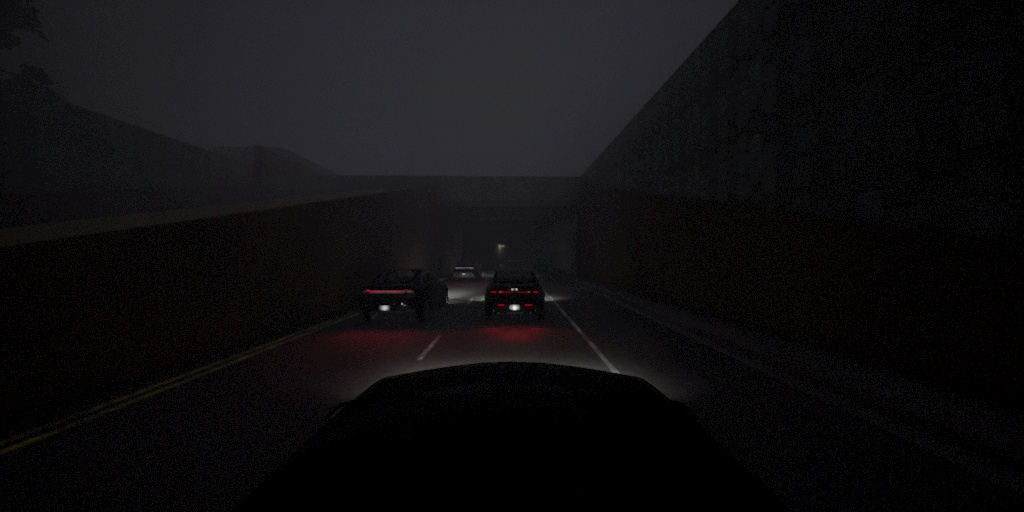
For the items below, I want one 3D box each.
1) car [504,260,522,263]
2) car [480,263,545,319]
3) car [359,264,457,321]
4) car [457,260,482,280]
[{"bbox_3d":[0.080,1.072,28.172,1.837,1.490,4.892,0,0,0],"label":"car"},{"bbox_3d":[0.083,1.181,12.542,1.837,1.490,4.892,0,1,0],"label":"car"},{"bbox_3d":[-3.419,1.169,12.059,2.128,1.511,4.902,0,0,0],"label":"car"},{"bbox_3d":[-3.421,1.061,27.875,2.128,1.511,4.902,0,0,0],"label":"car"}]
